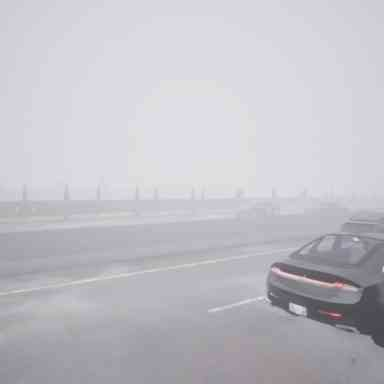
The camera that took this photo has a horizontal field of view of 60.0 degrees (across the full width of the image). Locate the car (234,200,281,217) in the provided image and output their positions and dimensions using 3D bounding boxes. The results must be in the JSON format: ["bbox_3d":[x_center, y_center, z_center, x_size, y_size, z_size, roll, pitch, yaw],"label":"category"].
[{"bbox_3d":[5.901,1.515,29.672,4.892,1.490,1.837,0,0,-35],"label":"car"}]

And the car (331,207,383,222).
[{"bbox_3d":[8.094,1.512,13.812,4.892,1.490,1.837,0,0,-35],"label":"car"}]

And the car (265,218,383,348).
[{"bbox_3d":[3.516,1.494,6.252,4.902,1.511,2.128,0,0,-35],"label":"car"}]

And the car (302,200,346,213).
[{"bbox_3d":[11.823,1.519,29.587,4.892,1.490,1.837,0,0,-35],"label":"car"}]
